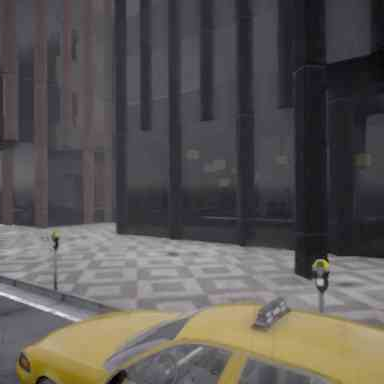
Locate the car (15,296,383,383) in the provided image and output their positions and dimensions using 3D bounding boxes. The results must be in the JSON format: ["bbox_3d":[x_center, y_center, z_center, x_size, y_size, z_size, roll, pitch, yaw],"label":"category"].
[{"bbox_3d":[0.394,1.534,2.683,4.829,1.417,1.752,-1,0,35],"label":"car"}]
